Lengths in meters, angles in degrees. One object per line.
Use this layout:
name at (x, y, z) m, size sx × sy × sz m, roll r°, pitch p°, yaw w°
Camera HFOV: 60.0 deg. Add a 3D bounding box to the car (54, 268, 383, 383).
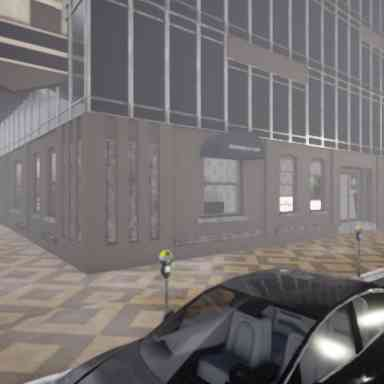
car at (0.791, 1.565, 3.214) m, size 4.313 × 1.339 × 1.947 m, roll 0°, pitch 0°, yaw -38°
